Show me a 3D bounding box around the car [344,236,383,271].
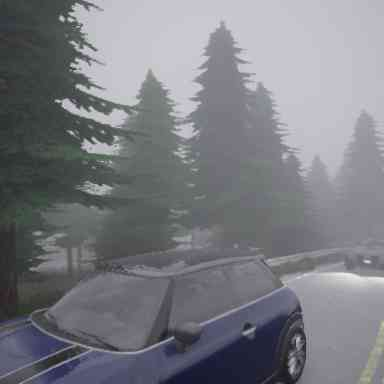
[{"bbox_3d":[7.994,2.550,13.930,1.994,1.385,4.181,-3,-6,45],"label":"car"}]

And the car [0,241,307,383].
[{"bbox_3d":[-0.488,1.553,3.766,2.097,1.767,4.553,-3,-4,41],"label":"car"}]
